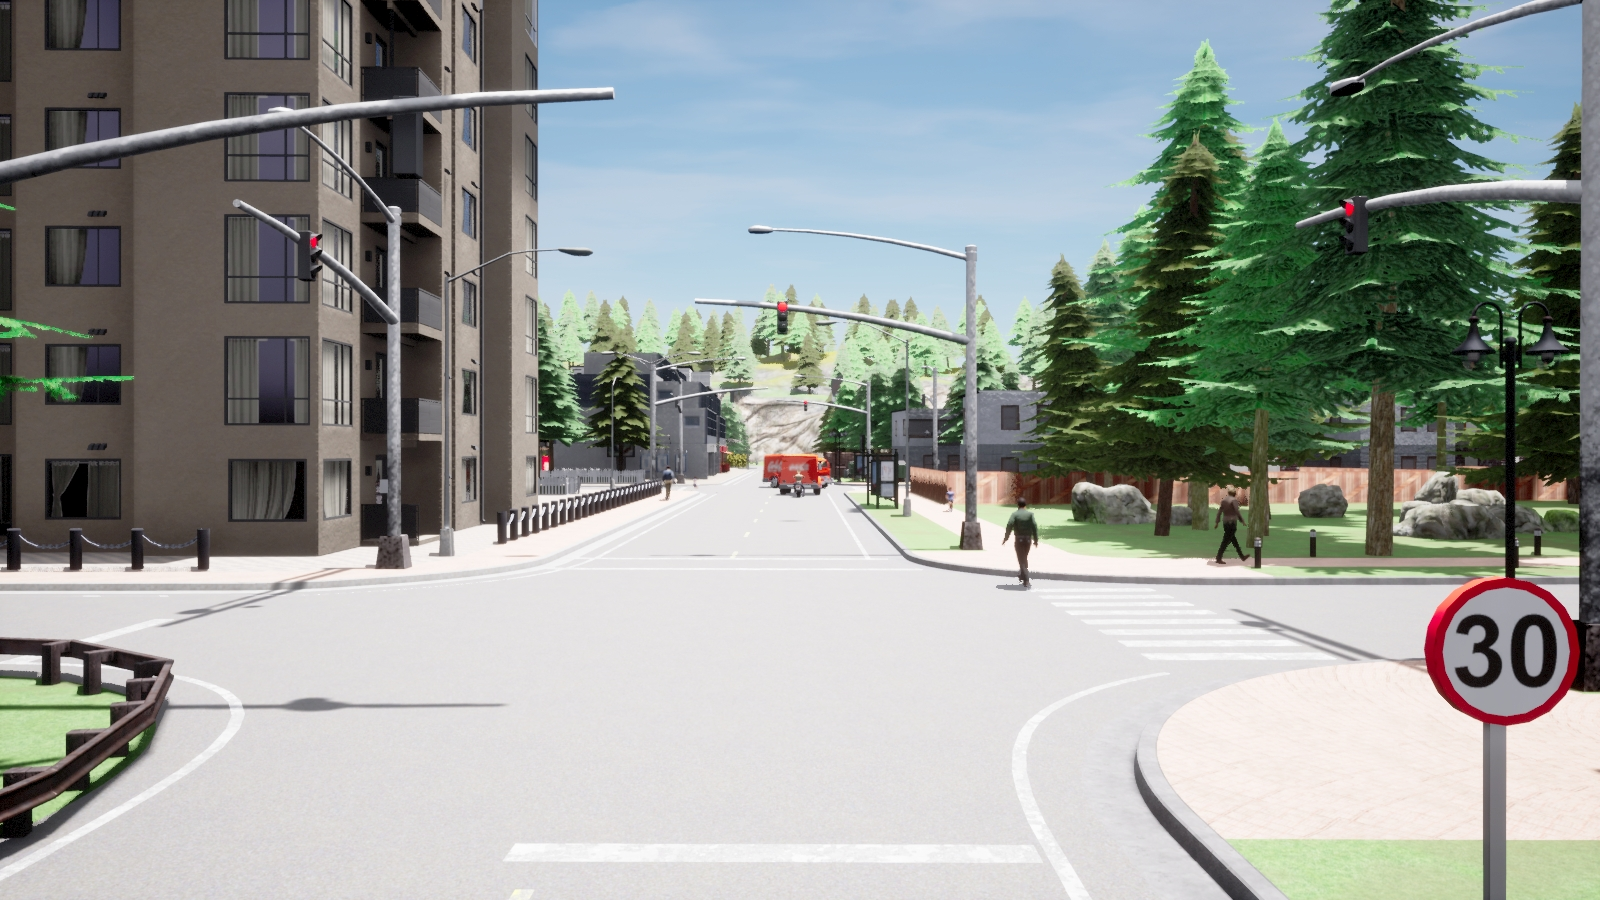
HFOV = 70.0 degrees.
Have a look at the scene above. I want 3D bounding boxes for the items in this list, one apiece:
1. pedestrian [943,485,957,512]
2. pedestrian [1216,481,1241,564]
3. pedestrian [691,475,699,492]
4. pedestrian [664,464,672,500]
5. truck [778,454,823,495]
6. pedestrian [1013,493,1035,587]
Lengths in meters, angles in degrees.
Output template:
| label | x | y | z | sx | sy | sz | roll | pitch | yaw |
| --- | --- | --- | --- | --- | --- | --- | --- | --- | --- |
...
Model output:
| label | x | y | z | sx | sy | sz | roll | pitch | yaw |
| --- | --- | --- | --- | --- | --- | --- | --- | --- | --- |
| pedestrian | 6.267 | 2.029 | 47.700 | 0.500 | 1.100 | 0.500 | 0 | 0 | -1 |
| pedestrian | 9.764 | 1.647 | 26.029 | 0.375 | 1.860 | 0.375 | 0 | 0 | -18 |
| pedestrian | -6.882 | 2.174 | 74.704 | 0.500 | 1.100 | 0.500 | 0 | 0 | -4 |
| pedestrian | -6.816 | 1.642 | 59.034 | 0.375 | 1.860 | 0.375 | 0 | 0 | 1 |
| truck | 0.071 | 1.506 | 71.518 | 2.627 | 2.467 | 5.204 | 0 | 0 | 3 |
| pedestrian | 4.504 | 1.811 | 22.977 | 0.375 | 1.860 | 0.375 | 0 | 0 | -2 |
